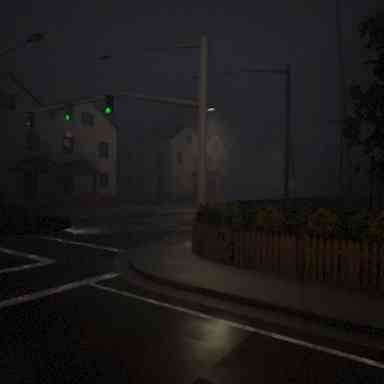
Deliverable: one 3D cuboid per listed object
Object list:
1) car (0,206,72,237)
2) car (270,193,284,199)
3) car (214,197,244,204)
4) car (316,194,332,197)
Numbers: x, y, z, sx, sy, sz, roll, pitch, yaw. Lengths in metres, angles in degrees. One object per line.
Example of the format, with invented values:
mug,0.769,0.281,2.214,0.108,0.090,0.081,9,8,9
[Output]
car,-8.041,1.308,14.580,2.033,1.411,5.357,1,1,36
car,13.900,0.911,52.462,1.837,1.490,4.892,1,1,35
car,4.537,1.241,39.179,2.033,1.411,5.357,1,1,35
car,22.555,1.123,56.204,4.553,1.767,2.097,0,1,-38
